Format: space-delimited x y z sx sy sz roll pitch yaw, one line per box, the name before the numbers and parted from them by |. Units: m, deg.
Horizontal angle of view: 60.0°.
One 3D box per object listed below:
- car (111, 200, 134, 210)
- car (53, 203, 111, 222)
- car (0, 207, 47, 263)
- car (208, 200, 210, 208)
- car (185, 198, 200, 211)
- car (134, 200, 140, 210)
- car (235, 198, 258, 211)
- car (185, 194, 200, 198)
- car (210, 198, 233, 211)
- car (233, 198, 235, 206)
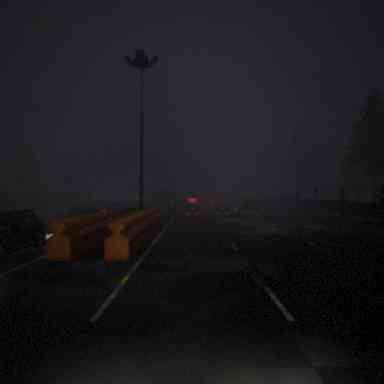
car | -7.022 1.626 31.344 1.812 1.442 4.674 0 0 0
car | -7.055 1.616 21.365 2.033 1.411 5.357 0 0 0
car | -7.070 1.391 11.860 2.097 1.767 4.553 0 0 0
car | 3.583 1.647 53.059 1.882 1.535 5.008 0 0 0
car | 0.067 1.738 42.853 1.895 1.301 4.718 0 0 0
car | -6.976 1.696 41.237 1.994 1.385 4.181 0 0 1
car | 7.067 1.613 42.396 1.882 1.535 5.008 0 0 0
car | 0.083 1.391 52.858 2.150 2.045 5.566 0 0 0
car | 3.667 1.736 42.321 1.895 1.301 4.718 0 0 0
car | 7.083 1.694 52.816 1.812 1.442 4.674 0 0 0
